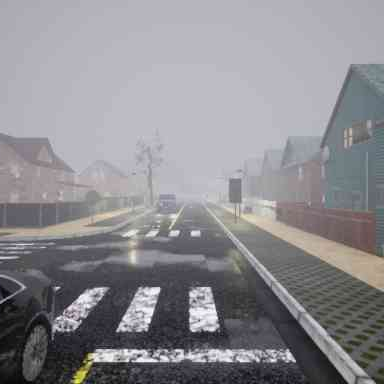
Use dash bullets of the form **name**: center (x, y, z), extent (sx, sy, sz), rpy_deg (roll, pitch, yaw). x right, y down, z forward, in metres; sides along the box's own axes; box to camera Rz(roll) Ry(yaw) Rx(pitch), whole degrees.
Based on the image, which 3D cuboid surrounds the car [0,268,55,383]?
- **car**: center (-2.748, 1.492, 2.545), extent (2.128, 1.511, 4.902), rpy_deg (0, 0, 0)

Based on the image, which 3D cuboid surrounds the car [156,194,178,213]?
- **car**: center (-2.719, 1.219, 36.823), extent (2.150, 2.045, 5.566), rpy_deg (0, 1, 0)
